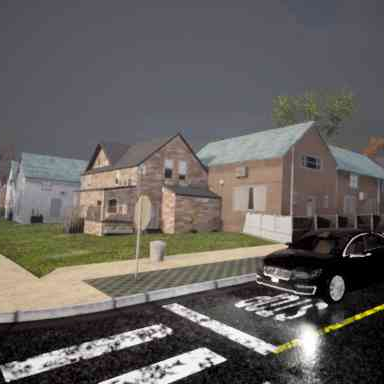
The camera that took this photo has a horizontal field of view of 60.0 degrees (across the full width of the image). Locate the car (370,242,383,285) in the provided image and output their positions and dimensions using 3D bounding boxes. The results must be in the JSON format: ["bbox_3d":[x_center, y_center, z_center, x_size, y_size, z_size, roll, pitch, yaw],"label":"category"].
[{"bbox_3d":[6.011,1.736,6.818,5.357,1.411,2.033,2,-2,-37],"label":"car"}]

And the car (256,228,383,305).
[{"bbox_3d":[3.790,1.739,8.757,4.892,1.490,1.837,2,-2,-36],"label":"car"}]
